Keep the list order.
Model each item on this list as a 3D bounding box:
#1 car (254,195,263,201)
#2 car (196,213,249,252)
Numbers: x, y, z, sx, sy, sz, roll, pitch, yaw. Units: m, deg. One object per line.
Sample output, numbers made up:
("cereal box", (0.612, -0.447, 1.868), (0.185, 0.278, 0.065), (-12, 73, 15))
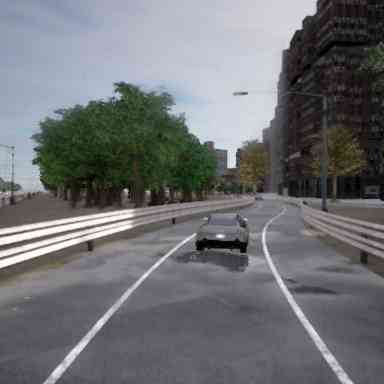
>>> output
("car", (16.943, 1.486, 85.511), (2.128, 1.511, 4.902), (0, 0, 0))
("car", (1.392, 1.572, 14.020), (1.994, 1.385, 4.181), (0, 0, 10))
